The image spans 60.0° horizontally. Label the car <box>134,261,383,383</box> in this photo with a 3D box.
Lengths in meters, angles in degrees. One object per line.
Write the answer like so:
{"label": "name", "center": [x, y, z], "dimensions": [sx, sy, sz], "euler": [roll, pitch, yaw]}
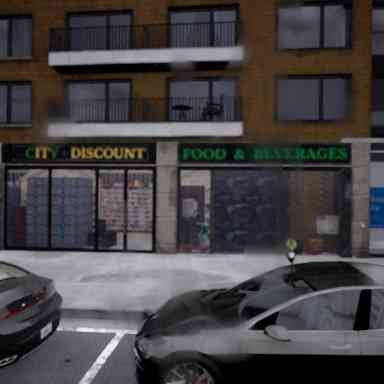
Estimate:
{"label": "car", "center": [1.511, 1.566, 3.945], "dimensions": [4.313, 1.339, 1.947], "euler": [0, 1, 6]}

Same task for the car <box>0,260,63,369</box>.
{"label": "car", "center": [-4.048, 1.546, 4.501], "dimensions": [4.403, 1.369, 2.008], "euler": [0, 1, 6]}
